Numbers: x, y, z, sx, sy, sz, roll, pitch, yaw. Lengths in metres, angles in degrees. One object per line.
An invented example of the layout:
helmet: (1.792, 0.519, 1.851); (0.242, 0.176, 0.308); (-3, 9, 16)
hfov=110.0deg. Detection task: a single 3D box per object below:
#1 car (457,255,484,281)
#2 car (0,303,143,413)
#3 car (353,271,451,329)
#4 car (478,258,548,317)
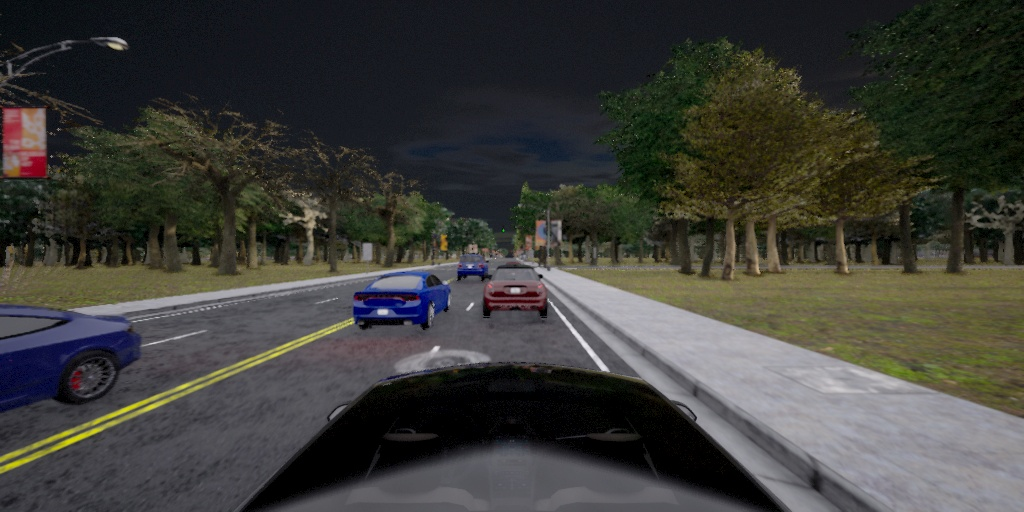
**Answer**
car: (-3.138, 0.906, 29.491); (2.150, 2.045, 5.566); (0, 0, 0)
car: (-6.598, 1.271, 3.593); (1.812, 1.442, 4.674); (0, 0, 0)
car: (-3.147, 1.205, 11.216); (1.882, 1.535, 5.008); (0, 0, 0)
car: (0.105, 1.074, 13.145); (2.097, 1.767, 4.553); (0, 0, 0)
